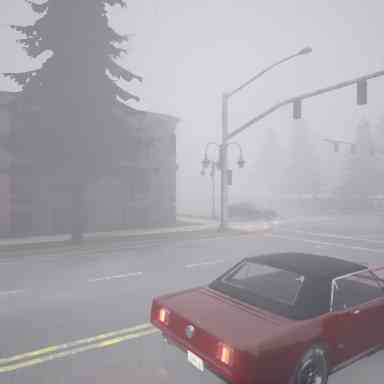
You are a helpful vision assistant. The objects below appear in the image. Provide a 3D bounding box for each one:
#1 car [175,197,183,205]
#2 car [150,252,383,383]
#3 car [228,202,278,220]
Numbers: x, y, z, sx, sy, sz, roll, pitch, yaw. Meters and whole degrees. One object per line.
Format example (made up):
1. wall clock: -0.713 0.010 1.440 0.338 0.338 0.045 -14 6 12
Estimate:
1. car: -3.420 1.526 60.039 1.812 1.442 4.674 0 0 -33
2. car: 1.881 1.601 4.976 4.718 1.301 1.895 0 0 -34
3. car: 4.740 1.547 28.220 2.033 1.411 5.357 0 0 -33
